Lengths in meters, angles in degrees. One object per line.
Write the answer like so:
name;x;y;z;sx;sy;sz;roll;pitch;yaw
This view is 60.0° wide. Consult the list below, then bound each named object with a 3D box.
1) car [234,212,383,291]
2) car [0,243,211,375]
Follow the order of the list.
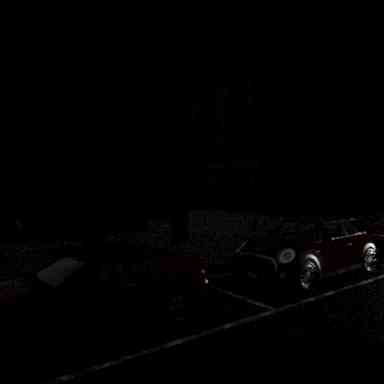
car;3.020;1.389;8.799;4.097;1.590;1.967;-1;0;-35
car;-1.596;1.569;5.513;4.206;1.307;1.802;-1;0;-35
